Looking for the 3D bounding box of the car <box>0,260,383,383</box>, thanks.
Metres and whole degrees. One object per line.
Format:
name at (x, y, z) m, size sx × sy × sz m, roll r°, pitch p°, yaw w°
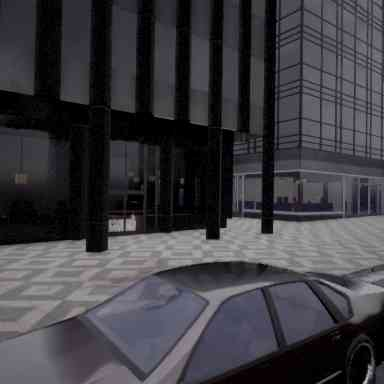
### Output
car at (0.235, 1.548, 3.546) m, size 5.357 × 1.411 × 2.033 m, roll 0°, pitch 0°, yaw -35°
